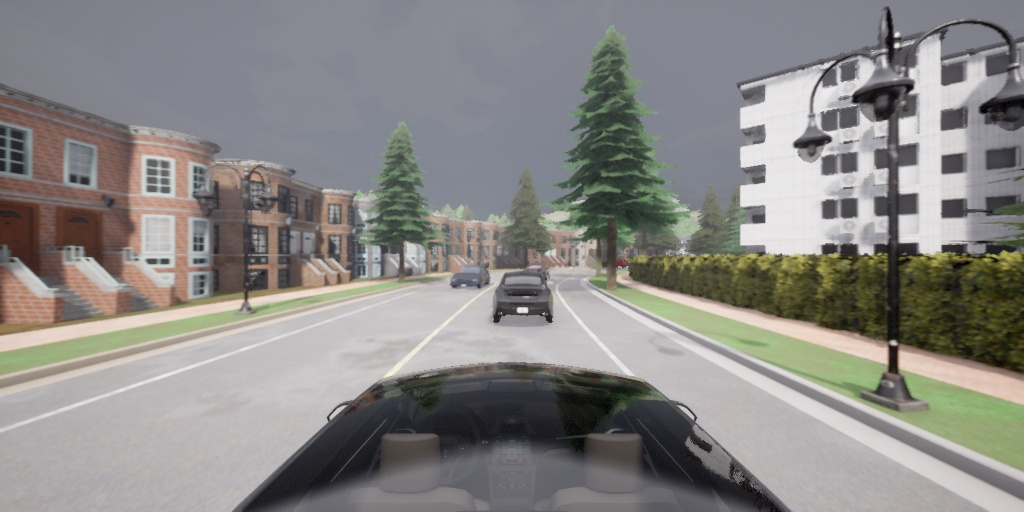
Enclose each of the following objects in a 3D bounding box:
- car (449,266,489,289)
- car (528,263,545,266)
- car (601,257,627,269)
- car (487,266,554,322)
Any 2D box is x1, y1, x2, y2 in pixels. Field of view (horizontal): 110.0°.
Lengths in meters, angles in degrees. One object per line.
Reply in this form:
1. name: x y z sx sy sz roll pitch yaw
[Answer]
1. car: -2.596 1.335 23.601 2.033 1.411 5.357 0 0 5
2. car: 2.047 1.331 29.479 1.812 1.442 4.674 0 0 11
3. car: 16.862 1.102 59.883 5.566 2.045 2.150 0 0 -38
4. car: 0.396 1.276 12.473 1.837 1.490 4.892 0 0 2
